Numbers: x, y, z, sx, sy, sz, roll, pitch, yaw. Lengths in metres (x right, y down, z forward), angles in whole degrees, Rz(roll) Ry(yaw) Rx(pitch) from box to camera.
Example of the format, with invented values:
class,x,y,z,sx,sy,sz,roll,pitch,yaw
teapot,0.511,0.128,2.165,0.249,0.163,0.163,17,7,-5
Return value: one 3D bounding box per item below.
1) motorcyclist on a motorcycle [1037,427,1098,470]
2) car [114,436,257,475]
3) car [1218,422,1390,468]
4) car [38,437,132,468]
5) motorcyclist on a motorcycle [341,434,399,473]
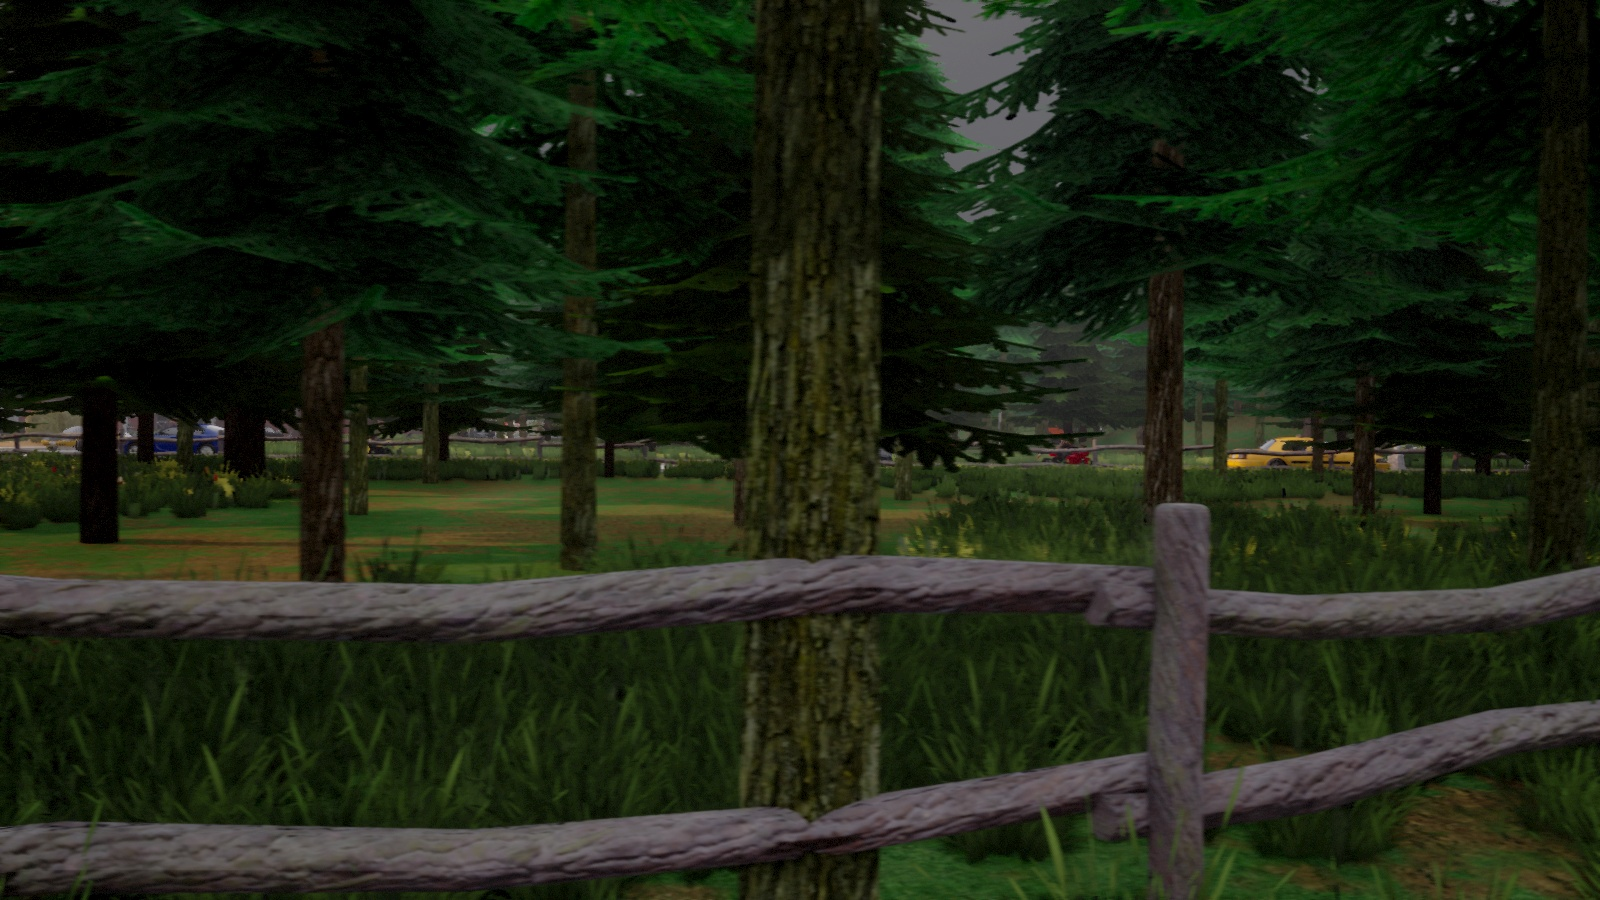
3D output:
class,x,y,z,sx,sy,sz,roll,pitch,yaw
motorcyclist on a motorcycle,9.621,-0.063,45.242,2.044,1.523,0.797,-1,1,4
car,-25.218,0.208,51.620,5.008,1.535,1.882,-1,1,6
car,17.850,-0.187,44.623,5.366,1.575,1.801,-1,1,4
car,-38.903,0.090,68.480,1.801,1.575,5.366,-1,1,3
motorcyclist on a motorcycle,-17.408,0.139,50.824,2.044,1.523,0.797,-1,1,5
